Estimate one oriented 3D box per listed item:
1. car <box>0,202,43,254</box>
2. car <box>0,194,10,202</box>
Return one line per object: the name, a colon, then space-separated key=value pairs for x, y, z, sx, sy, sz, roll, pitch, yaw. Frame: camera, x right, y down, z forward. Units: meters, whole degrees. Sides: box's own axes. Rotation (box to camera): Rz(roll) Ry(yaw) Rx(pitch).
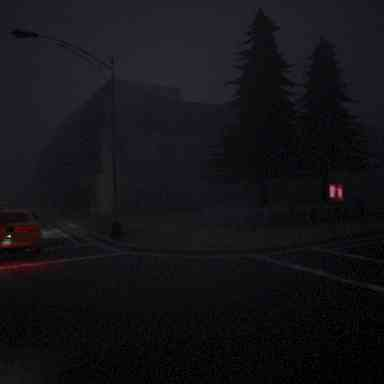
car: x=-6.672 y=1.357 z=12.352 sx=1.882 sy=1.535 sz=5.008 roll=-1 pitch=1 yaw=-25
car: x=-29.820 y=1.059 z=52.316 sx=2.128 sy=1.511 sz=4.902 roll=-2 pitch=1 yaw=-31
